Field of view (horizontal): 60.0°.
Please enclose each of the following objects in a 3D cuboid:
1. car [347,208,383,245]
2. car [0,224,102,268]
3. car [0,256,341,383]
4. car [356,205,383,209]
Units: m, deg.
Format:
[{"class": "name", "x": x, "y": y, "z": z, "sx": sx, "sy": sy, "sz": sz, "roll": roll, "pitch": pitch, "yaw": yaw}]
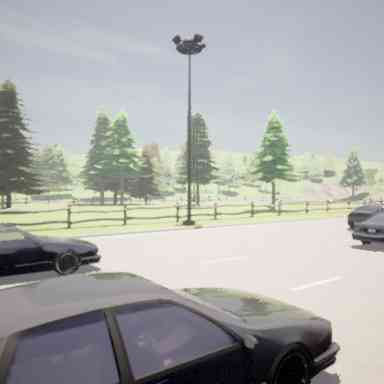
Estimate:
[{"class": "car", "x": 9.122, "y": 1.580, "z": 14.547, "sx": 5.357, "sy": 1.411, "sz": 2.033, "roll": 0, "pitch": 0, "yaw": -35}, {"class": "car", "x": -5.193, "y": 1.549, "z": 8.640, "sx": 5.357, "sy": 1.411, "sz": 2.033, "roll": 0, "pitch": 0, "yaw": -35}, {"class": "car", "x": -0.848, "y": 1.550, "z": 3.141, "sx": 5.357, "sy": 1.411, "sz": 2.033, "roll": 0, "pitch": 0, "yaw": -35}, {"class": "car", "x": 11.530, "y": 1.549, "z": 20.562, "sx": 4.892, "sy": 1.490, "sz": 1.837, "roll": 0, "pitch": 0, "yaw": -35}]
